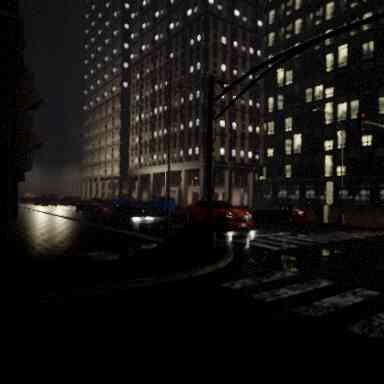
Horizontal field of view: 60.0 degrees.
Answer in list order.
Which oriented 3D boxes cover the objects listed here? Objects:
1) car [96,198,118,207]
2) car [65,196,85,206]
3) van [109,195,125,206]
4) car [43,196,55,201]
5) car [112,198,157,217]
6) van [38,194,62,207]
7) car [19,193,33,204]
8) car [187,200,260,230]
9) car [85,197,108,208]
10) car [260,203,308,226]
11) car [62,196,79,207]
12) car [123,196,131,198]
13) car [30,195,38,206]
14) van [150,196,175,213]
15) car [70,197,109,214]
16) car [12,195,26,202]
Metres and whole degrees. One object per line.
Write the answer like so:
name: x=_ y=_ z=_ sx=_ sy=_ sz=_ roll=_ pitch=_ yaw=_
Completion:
car: x=-13.325 y=1.607 z=51.976 sx=1.947 sy=1.339 sz=4.313 roll=2 pitch=-1 yaw=-35
car: x=-19.958 y=1.483 z=56.663 sx=1.837 sy=1.490 sz=4.892 roll=1 pitch=-1 yaw=-35
van: x=-10.046 y=1.388 z=47.376 sx=1.690 sy=1.788 sz=3.998 roll=2 pitch=-1 yaw=-35
car: x=-36.246 y=1.593 z=84.194 sx=1.802 sy=1.307 sz=4.206 roll=1 pitch=-1 yaw=-35
car: x=-5.429 y=1.510 z=30.895 sx=1.994 sy=1.385 sz=4.181 roll=1 pitch=0 yaw=-35
van: x=-20.148 y=1.210 z=47.122 sx=1.690 sy=1.788 sz=3.998 roll=2 pitch=-1 yaw=-35
car: x=-29.971 y=1.169 z=60.930 sx=2.192 sy=1.841 sz=5.009 roll=2 pitch=-1 yaw=-35
car: x=1.672 y=1.317 z=20.917 sx=2.097 sy=1.767 sz=4.553 roll=1 pitch=-1 yaw=-35
car: x=-13.935 y=1.515 z=48.282 sx=1.812 sy=1.442 sz=4.674 roll=1 pitch=-1 yaw=-35
car: x=6.324 y=1.524 z=24.361 sx=1.967 sy=1.590 sz=4.097 roll=2 pitch=-1 yaw=-35
car: x=-17.760 y=1.402 z=48.366 sx=1.882 sy=1.535 sz=5.008 roll=1 pitch=-1 yaw=-35
car: x=-6.776 y=1.604 z=42.771 sx=2.008 sy=1.369 sz=4.403 roll=2 pitch=-1 yaw=-35
car: x=-23.427 y=1.445 z=51.722 sx=1.802 sy=1.307 sz=4.206 roll=2 pitch=-1 yaw=-35
van: x=-3.497 y=1.402 z=38.170 sx=1.690 sy=1.788 sz=3.998 roll=2 pitch=-1 yaw=-35
car: x=-10.329 y=1.439 z=33.311 sx=2.008 sy=1.369 sz=4.403 roll=2 pitch=-1 yaw=-35
car: x=-36.524 y=1.411 z=70.133 sx=1.947 sy=1.339 sz=4.313 roll=2 pitch=-1 yaw=-35
